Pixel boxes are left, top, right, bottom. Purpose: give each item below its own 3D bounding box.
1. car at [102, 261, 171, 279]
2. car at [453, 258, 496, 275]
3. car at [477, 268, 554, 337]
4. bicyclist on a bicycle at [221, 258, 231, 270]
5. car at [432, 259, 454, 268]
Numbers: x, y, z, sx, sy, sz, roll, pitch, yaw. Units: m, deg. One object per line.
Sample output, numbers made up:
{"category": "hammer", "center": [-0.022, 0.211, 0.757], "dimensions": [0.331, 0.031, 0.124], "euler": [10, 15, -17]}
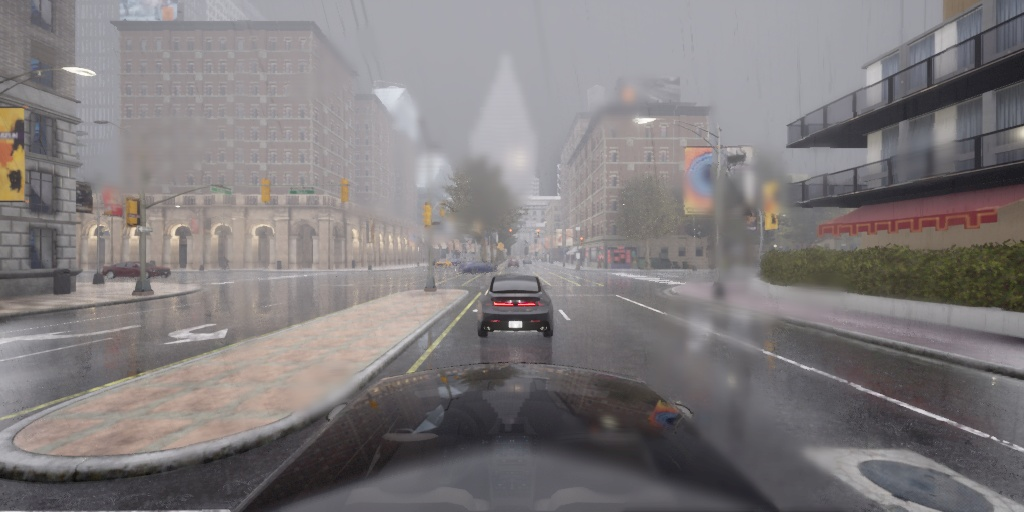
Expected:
{"category": "car", "center": [-33.650, 1.228, 32.251], "dimensions": [5.008, 1.535, 1.882], "euler": [0, 0, 0]}
{"category": "car", "center": [-3.810, 1.276, 39.876], "dimensions": [4.674, 1.442, 1.812], "euler": [0, 1, -44]}
{"category": "car", "center": [0.096, 1.255, 10.292], "dimensions": [1.837, 1.490, 4.892], "euler": [0, 0, 0]}
{"category": "bicyclist on a bicycle", "center": [-37.198, 1.050, 46.709], "dimensions": [0.582, 1.620, 1.656], "euler": [0, 0, 0]}
{"category": "car", "center": [-11.443, 1.228, 59.624], "dimensions": [1.882, 1.535, 5.008], "euler": [0, 0, 0]}
